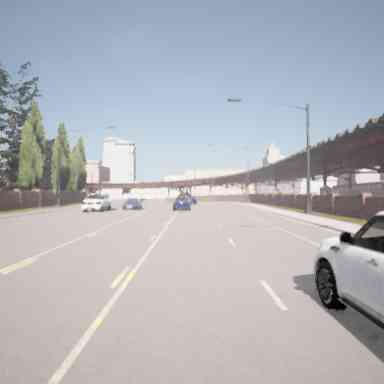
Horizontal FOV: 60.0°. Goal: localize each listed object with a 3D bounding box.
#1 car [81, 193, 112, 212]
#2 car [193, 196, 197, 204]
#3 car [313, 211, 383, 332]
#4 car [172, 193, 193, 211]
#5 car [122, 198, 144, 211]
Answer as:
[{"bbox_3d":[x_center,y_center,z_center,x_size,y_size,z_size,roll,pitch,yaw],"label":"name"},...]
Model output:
[{"bbox_3d":[-10.575,1.154,37.391,2.150,2.045,5.566,0,0,0],"label":"car"},{"bbox_3d":[-0.188,1.422,59.515,1.812,1.442,4.674,0,0,-4],"label":"car"},{"bbox_3d":[3.602,1.213,4.621,2.150,2.045,5.566,0,0,0],"label":"car"},{"bbox_3d":[-1.207,1.279,40.107,2.097,1.767,4.553,0,0,0],"label":"car"},{"bbox_3d":[-7.066,1.454,39.804,1.812,1.442,4.674,0,0,0],"label":"car"}]
